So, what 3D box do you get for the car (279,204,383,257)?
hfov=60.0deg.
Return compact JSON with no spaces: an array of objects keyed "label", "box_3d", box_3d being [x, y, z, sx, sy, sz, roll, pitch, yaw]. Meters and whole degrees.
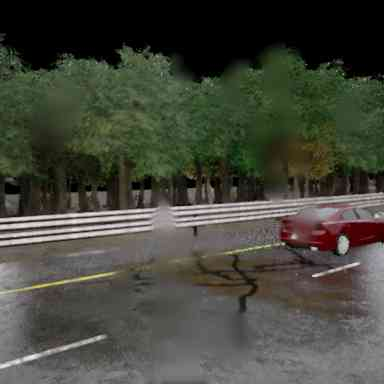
[{"label":"car","box_3d":[5.212,1.168,11.685,5.008,1.535,1.882,-2,1,-35]}]
